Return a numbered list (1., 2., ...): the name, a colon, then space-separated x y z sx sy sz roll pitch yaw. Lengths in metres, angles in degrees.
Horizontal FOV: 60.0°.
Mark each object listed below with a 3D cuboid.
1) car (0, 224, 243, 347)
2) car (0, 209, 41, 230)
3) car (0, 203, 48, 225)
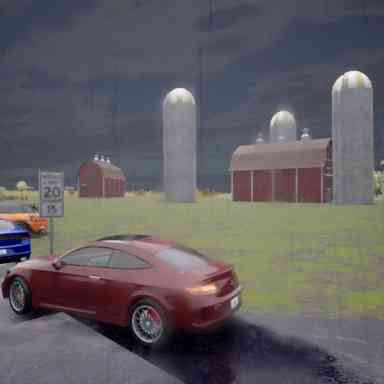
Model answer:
1. car: -1.398 1.529 6.173 4.674 1.442 1.812 0 0 27
2. car: -6.957 1.481 10.741 5.008 1.535 1.882 0 0 43
3. car: -10.009 1.360 17.205 4.553 1.767 2.097 0 0 -1
